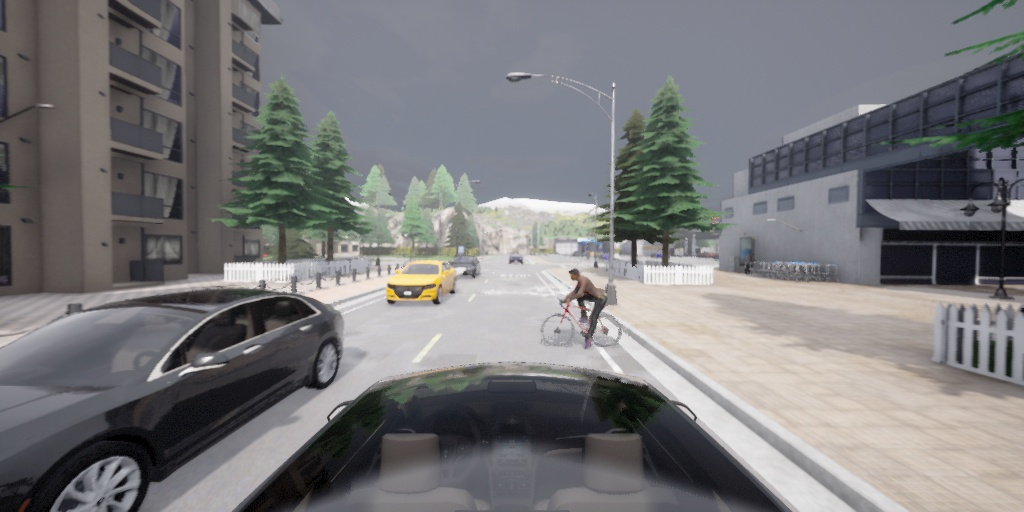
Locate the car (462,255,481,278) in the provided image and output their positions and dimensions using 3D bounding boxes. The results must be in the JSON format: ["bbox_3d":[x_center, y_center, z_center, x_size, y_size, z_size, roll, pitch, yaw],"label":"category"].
[{"bbox_3d":[-3.277,0.718,25.357,2.128,1.511,4.902,0,1,1],"label":"car"}]

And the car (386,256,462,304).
[{"bbox_3d":[-3.468,0.924,14.519,1.882,1.535,5.008,0,1,1],"label":"car"}]

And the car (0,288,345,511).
[{"bbox_3d":[-3.587,1.181,3.822,1.837,1.490,4.892,0,1,1],"label":"car"}]

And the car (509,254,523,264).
[{"bbox_3d":[0.551,0.340,48.794,1.895,1.301,4.718,0,1,1],"label":"car"}]

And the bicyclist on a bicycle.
[{"bbox_3d":[1.422,1.067,7.317,1.656,1.620,0.582,0,1,1],"label":"bicyclist on a bicycle"}]
